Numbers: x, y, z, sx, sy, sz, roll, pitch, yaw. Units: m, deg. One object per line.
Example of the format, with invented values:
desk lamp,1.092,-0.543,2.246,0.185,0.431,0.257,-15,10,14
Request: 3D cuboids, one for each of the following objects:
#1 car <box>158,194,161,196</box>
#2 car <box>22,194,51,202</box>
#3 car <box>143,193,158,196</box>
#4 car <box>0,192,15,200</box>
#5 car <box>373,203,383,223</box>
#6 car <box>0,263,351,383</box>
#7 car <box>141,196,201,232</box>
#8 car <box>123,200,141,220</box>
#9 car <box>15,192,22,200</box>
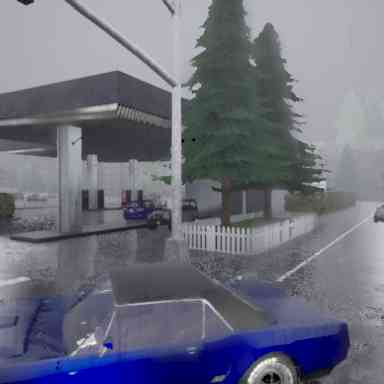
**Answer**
car,-9.597,1.131,80.124,4.514,1.523,2.007,0,0,32
car,-29.464,1.206,63.159,4.514,1.523,2.007,0,0,32
car,-11.236,1.137,77.449,5.027,1.636,2.152,0,0,32
car,-42.870,0.962,75.800,3.866,1.878,1.905,0,0,32
car,14.555,1.534,24.350,1.994,1.385,4.181,0,0,33
car,-0.772,1.598,3.735,4.718,1.301,1.895,0,0,-18
car,-1.020,1.336,20.633,1.905,1.878,3.866,0,0,32
car,-3.470,1.481,27.332,2.242,1.667,4.611,0,0,32
car,-41.659,0.968,78.473,4.605,1.855,1.932,0,0,32
